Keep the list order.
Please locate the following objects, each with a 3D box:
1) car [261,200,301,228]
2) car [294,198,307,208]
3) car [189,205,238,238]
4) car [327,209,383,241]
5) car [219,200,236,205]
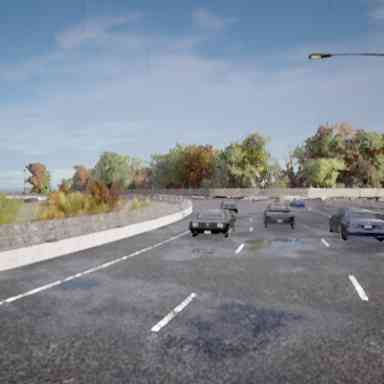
[{"bbox_3d":[5.743,1.520,22.357,2.128,1.511,4.902,0,0,11],"label":"car"},{"bbox_3d":[16.164,1.633,50.249,1.994,1.385,4.181,0,0,22],"label":"car"},{"bbox_3d":[1.269,1.619,17.927,1.895,1.301,4.718,0,0,13],"label":"car"},{"bbox_3d":[8.253,1.574,16.965,2.033,1.411,5.357,0,0,13],"label":"car"},{"bbox_3d":[4.057,1.588,37.272,2.033,1.411,5.357,0,0,3],"label":"car"}]
